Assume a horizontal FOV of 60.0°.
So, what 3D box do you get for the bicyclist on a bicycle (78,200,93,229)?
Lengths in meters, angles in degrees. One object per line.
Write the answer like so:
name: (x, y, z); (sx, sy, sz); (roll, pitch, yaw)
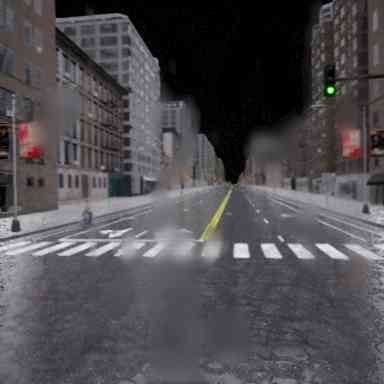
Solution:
bicyclist on a bicycle: (-6.060, 1.251, 19.162); (0.866, 1.612, 1.509); (-1, 1, 7)
